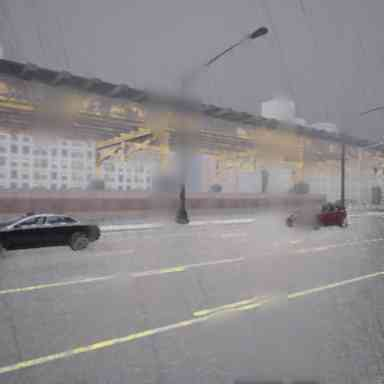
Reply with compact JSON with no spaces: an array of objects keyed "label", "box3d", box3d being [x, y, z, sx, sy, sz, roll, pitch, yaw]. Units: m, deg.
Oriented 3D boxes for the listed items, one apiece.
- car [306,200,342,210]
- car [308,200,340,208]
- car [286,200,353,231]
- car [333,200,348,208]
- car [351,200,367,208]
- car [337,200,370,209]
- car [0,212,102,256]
[{"label":"car","box3d":[20.945,2.026,52.807,4.974,1.542,2.038,1,0,9]},{"label":"car","box3d":[20.895,1.868,52.816,4.536,1.218,1.853,1,0,9]},{"label":"car","box3d":[8.498,1.591,22.639,4.553,1.767,2.097,1,0,-34]},{"label":"car","box3d":[24.736,1.926,55.502,1.853,1.218,4.536,0,0,19]},{"label":"car","box3d":[28.618,1.991,59.164,4.536,1.218,1.853,1,0,-6]},{"label":"car","box3d":[28.668,2.149,59.169,4.974,1.542,2.038,1,0,-6]},{"label":"car","box3d":[-5.938,1.514,12.642,4.902,1.511,2.128,1,0,-35]}]
